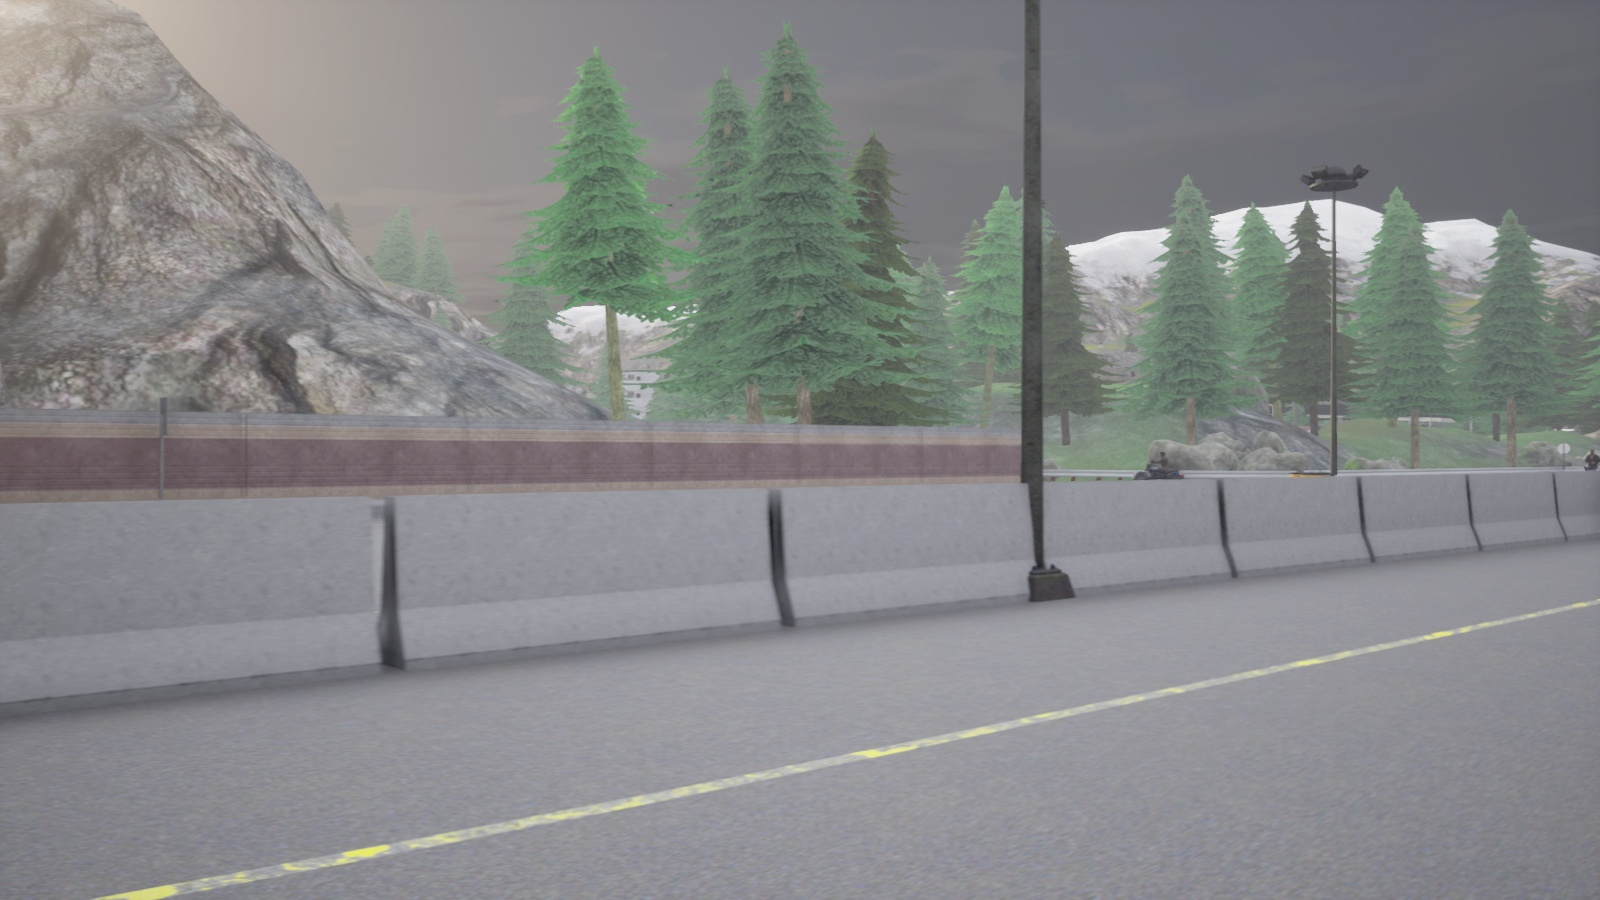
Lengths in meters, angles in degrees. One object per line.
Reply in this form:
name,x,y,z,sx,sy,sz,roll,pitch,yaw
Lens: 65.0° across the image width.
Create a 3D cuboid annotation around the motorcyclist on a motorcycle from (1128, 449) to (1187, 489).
motorcyclist on a motorcycle,15.095,0.807,53.074,0.766,1.649,2.350,0,0,-41
